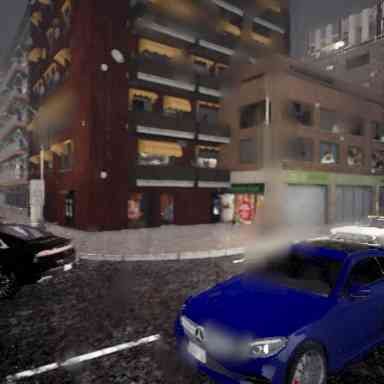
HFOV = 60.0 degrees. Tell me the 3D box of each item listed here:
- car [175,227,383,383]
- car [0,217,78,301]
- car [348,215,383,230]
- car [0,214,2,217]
[{"bbox_3d":[1.952,1.531,5.080,4.674,1.442,1.812,0,0,-36],"label":"car"},{"bbox_3d":[-5.238,1.512,7.948,4.902,1.511,2.128,0,0,8],"label":"car"},{"bbox_3d":[7.420,1.607,12.972,4.718,1.301,1.895,0,0,-36],"label":"car"},{"bbox_3d":[-11.952,1.657,19.108,1.887,1.381,4.507,-1,0,-36],"label":"car"}]
